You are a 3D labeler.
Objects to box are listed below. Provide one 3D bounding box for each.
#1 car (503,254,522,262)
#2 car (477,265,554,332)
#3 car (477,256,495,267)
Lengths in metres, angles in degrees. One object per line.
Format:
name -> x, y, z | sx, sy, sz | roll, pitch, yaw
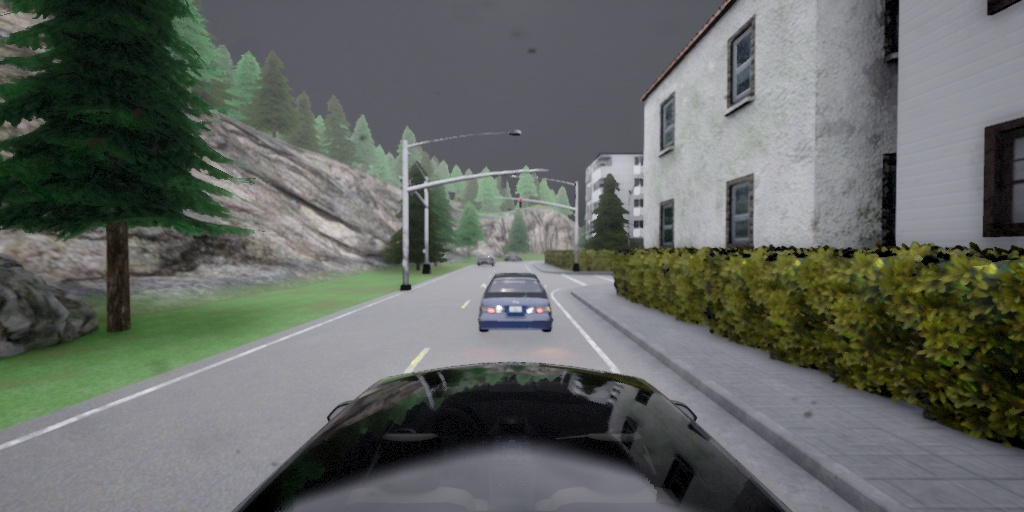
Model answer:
car -> 0.135, 0.384, 62.332 | 1.994, 1.385, 4.181 | 0, 1, 26
car -> 0.088, 1.165, 10.307 | 2.033, 1.411, 5.357 | 0, 1, 0
car -> -3.330, 0.633, 46.116 | 1.994, 1.385, 4.181 | 0, 1, 3
